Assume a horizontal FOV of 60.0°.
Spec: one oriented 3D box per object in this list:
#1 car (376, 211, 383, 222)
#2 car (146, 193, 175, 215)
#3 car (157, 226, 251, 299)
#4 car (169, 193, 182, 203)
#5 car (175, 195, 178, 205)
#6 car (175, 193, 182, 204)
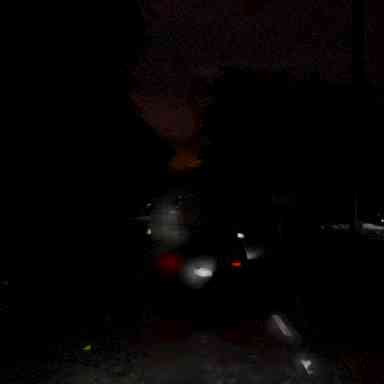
[{"bbox_3d":[13.996,1.295,19.710,5.357,1.411,2.033,-1,1,2],"label":"car"},{"bbox_3d":[-3.079,1.223,31.871,2.097,1.767,4.553,1,0,0],"label":"car"},{"bbox_3d":[0.386,1.539,8.473,1.994,1.385,4.181,0,0,5],"label":"car"},{"bbox_3d":[-3.045,1.022,62.495,2.097,1.767,4.553,0,1,0],"label":"car"},{"bbox_3d":[-3.095,1.427,41.801,1.895,1.301,4.718,0,0,0],"label":"car"},{"bbox_3d":[-3.089,1.247,52.118,2.128,1.511,4.902,0,0,0],"label":"car"}]
